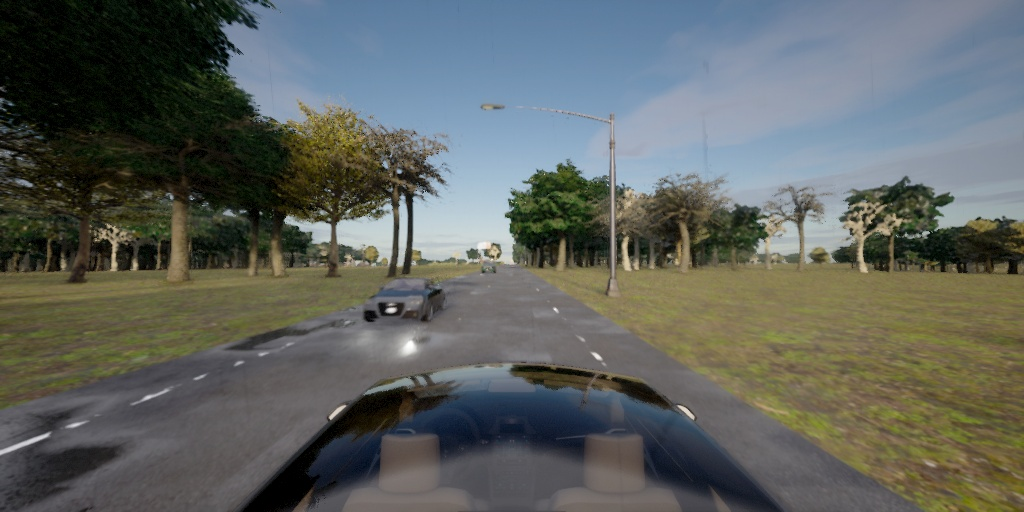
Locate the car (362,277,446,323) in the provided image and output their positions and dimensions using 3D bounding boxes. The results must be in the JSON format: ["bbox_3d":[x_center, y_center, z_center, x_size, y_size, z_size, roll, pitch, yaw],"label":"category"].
[{"bbox_3d":[-3.601,1.448,12.670,1.994,1.385,4.181,0,-1,0],"label":"car"}]

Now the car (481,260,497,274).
[{"bbox_3d":[-3.559,1.706,55.634,2.150,2.045,5.566,0,-1,1],"label":"car"}]
